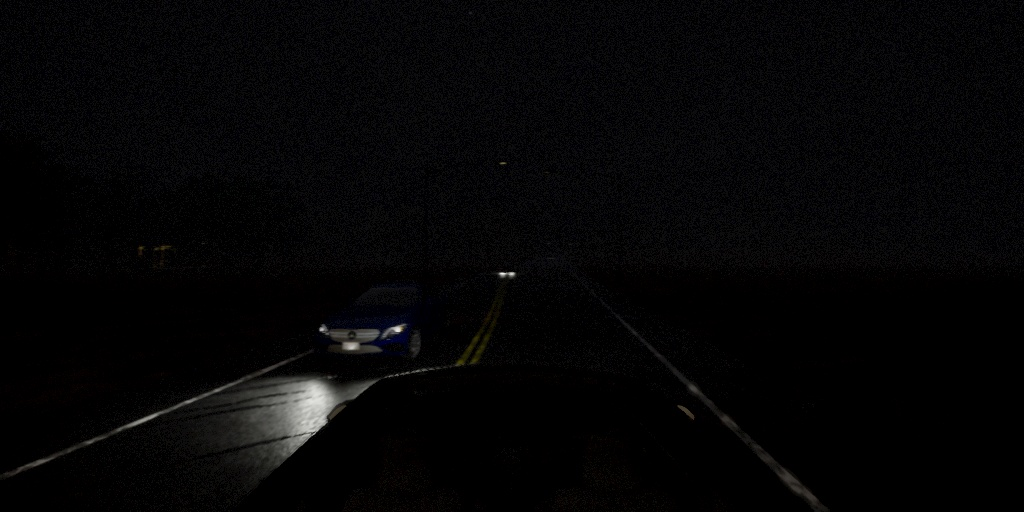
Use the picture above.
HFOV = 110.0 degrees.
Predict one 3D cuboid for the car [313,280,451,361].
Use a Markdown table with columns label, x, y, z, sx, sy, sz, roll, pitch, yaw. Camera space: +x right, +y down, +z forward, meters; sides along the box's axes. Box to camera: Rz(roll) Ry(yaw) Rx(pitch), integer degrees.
| label | x | y | z | sx | sy | sz | roll | pitch | yaw |
| --- | --- | --- | --- | --- | --- | --- | --- | --- | --- |
| car | -2.707 | 1.335 | 8.603 | 1.812 | 1.442 | 4.674 | 0 | -1 | 3 |

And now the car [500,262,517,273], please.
| label | x | y | z | sx | sy | sz | roll | pitch | yaw |
| --- | --- | --- | --- | --- | --- | --- | --- | --- | --- |
| car | -0.401 | 1.576 | 50.554 | 2.033 | 1.411 | 5.357 | 0 | 0 | 8 |
